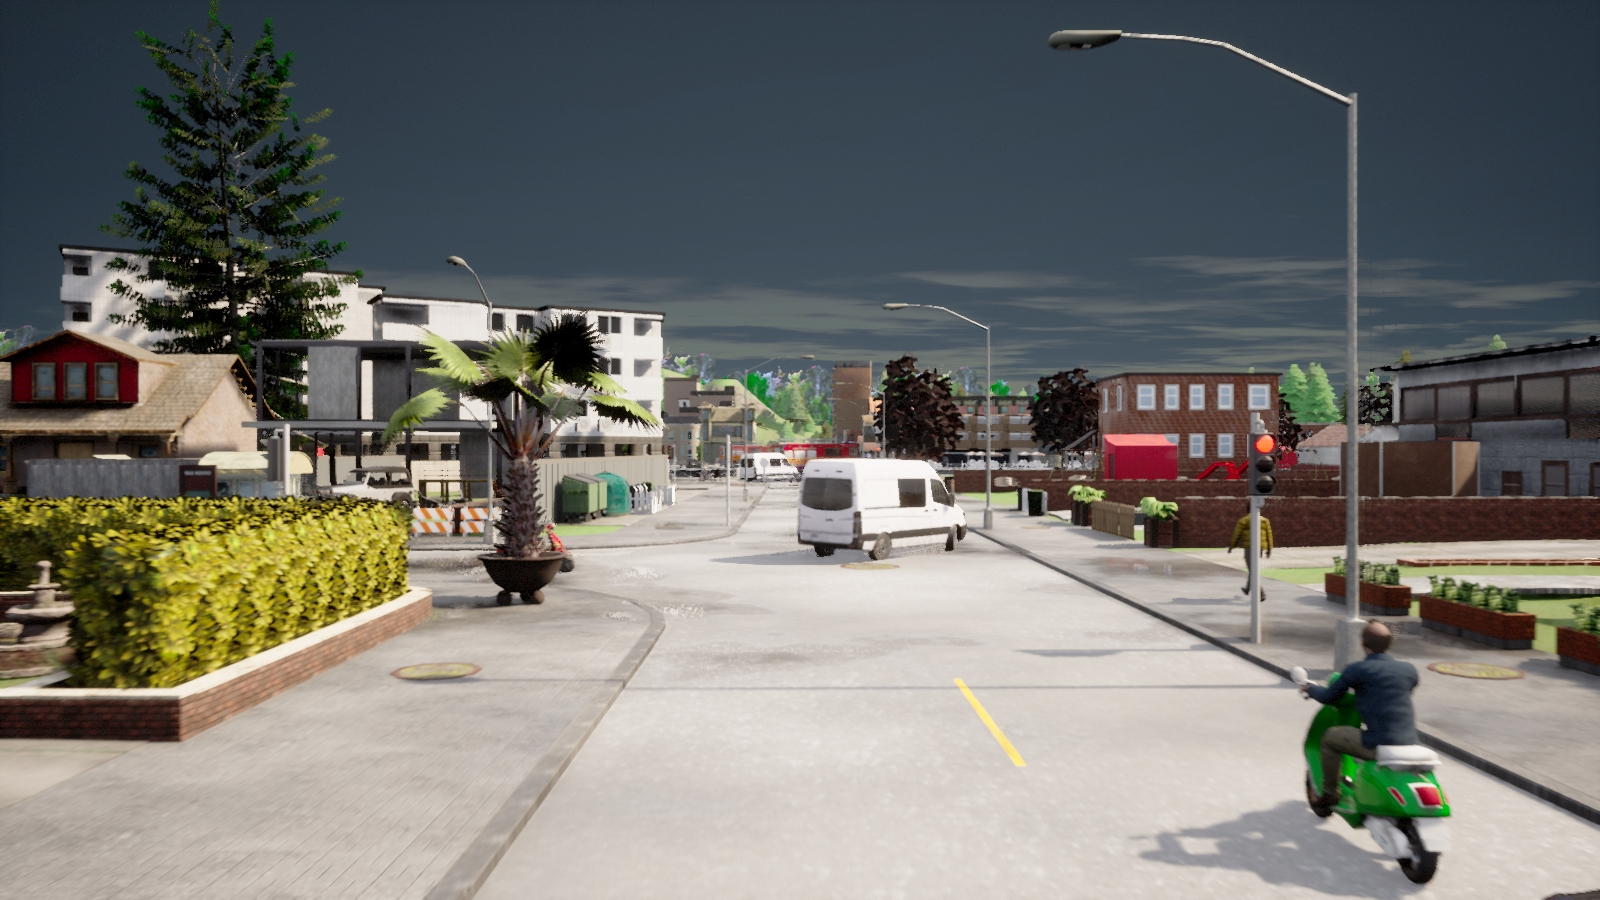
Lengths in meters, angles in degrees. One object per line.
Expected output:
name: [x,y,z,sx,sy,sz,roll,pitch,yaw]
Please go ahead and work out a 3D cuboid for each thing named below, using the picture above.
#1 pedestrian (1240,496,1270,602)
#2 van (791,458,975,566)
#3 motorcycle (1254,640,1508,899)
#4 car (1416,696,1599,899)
pedestrian: [8.054,1.744,20.237,0.375,1.860,0.375,0,0,-1]
van: [2.385,1.534,30.910,1.988,2.561,5.915,2,1,37]
motorcycle: [3.975,2.142,8.015,0.856,1.316,1.805,0,0,0]
car: [3.972,1.968,2.965,2.242,1.667,4.611,0,0,0]
